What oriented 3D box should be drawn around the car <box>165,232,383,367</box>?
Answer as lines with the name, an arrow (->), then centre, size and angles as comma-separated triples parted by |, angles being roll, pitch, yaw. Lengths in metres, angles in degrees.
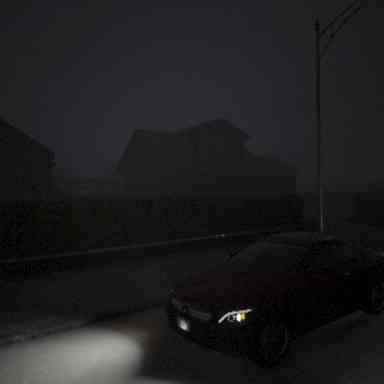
car -> 1.756, 1.493, 5.869 | 4.674, 1.442, 1.812 | -1, 0, -37
